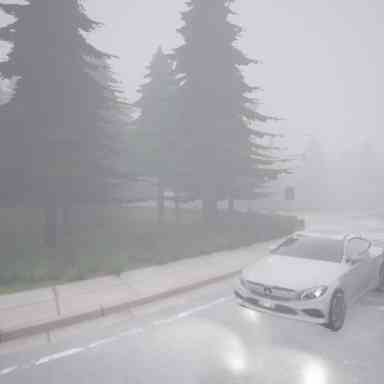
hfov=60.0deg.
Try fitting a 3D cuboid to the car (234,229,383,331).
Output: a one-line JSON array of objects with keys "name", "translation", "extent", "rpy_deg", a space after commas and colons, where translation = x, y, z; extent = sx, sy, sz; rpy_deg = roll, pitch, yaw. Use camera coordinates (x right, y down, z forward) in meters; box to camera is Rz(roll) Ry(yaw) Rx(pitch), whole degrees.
[{"name": "car", "translation": [2.820, 1.590, 7.247], "extent": [1.812, 1.442, 4.674], "rpy_deg": [-1, -1, 43]}]
